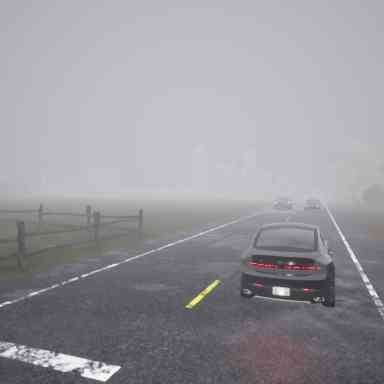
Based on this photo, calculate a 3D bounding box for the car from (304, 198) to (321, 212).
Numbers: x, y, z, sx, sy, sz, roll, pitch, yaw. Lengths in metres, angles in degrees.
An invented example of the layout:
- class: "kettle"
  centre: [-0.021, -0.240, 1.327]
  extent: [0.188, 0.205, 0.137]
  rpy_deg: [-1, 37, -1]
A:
- class: "car"
  centre: [14.213, 1.535, 39.107]
  extent: [2.033, 1.411, 5.357]
  rpy_deg: [0, 0, 21]

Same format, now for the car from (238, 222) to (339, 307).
- class: "car"
  centre: [2.429, 1.501, 8.126]
  extent: [1.837, 1.490, 4.892]
  rpy_deg: [0, 0, 21]

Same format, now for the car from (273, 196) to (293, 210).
- class: "car"
  centre: [11.650, 1.339, 42.308]
  extent: [2.097, 1.767, 4.553]
  rpy_deg: [0, 0, 21]

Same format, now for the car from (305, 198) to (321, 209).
- class: "car"
  centre: [16.982, 1.550, 46.494]
  extent: [1.994, 1.385, 4.181]
  rpy_deg: [0, 0, 21]
